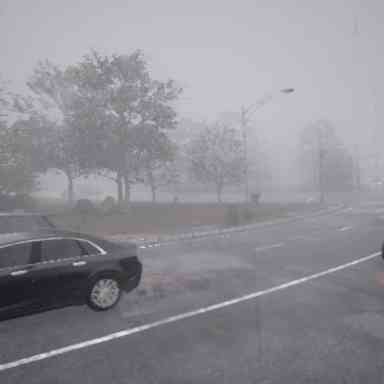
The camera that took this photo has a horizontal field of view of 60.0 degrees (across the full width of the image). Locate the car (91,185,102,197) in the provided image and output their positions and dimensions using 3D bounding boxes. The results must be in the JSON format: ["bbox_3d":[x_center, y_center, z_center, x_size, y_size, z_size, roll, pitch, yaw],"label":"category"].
[{"bbox_3d":[-19.443,-0.294,62.013,5.566,2.045,2.150,1,4,28],"label":"car"}]

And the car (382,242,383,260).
[{"bbox_3d":[7.406,1.411,10.018,4.181,1.385,1.994,-2,1,-41],"label":"car"}]

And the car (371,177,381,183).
[{"bbox_3d":[43.797,-2.860,79.246,1.994,1.385,4.181,-2,2,25],"label":"car"}]

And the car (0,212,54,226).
[{"bbox_3d":[-5.627,1.363,8.725,4.553,1.767,2.097,0,0,-37],"label":"car"}]

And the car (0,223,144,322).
[{"bbox_3d":[-3.273,1.509,6.107,4.892,1.490,1.837,0,0,-37],"label":"car"}]

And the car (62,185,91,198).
[{"bbox_3d":[-20.815,0.064,58.788,4.553,1.767,2.097,1,4,29],"label":"car"}]
